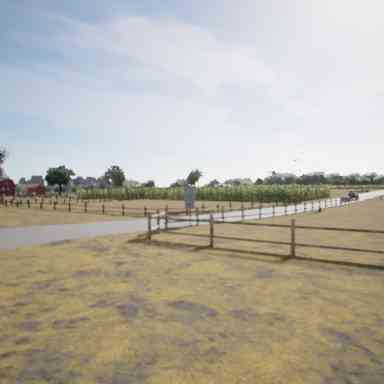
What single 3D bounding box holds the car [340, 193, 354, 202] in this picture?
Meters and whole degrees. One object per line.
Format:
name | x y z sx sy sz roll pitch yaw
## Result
car | 39.389 1.643 85.345 1.882 1.535 5.008 -2 0 36
